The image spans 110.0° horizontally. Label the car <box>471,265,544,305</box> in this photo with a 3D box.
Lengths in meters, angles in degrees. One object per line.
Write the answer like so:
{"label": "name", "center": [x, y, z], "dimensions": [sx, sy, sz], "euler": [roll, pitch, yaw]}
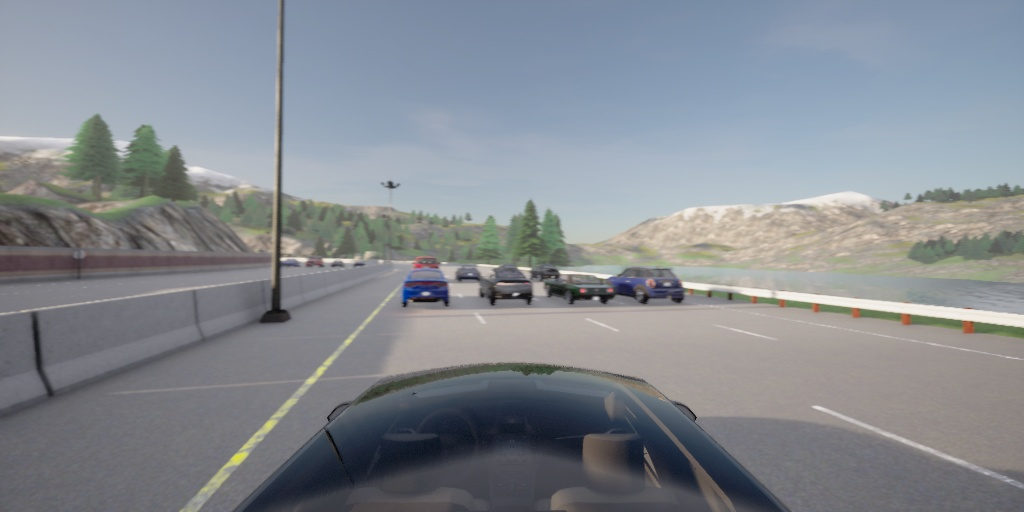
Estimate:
{"label": "car", "center": [-0.396, 1.349, 16.715], "dimensions": [2.128, 1.511, 4.902], "euler": [1, 0, -13]}

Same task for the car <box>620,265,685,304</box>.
{"label": "car", "center": [6.463, 1.307, 18.125], "dimensions": [2.097, 1.767, 4.553], "euler": [1, -1, -13]}

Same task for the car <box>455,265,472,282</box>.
{"label": "car", "center": [-3.857, 1.484, 31.288], "dimensions": [1.994, 1.385, 4.181], "euler": [1, 0, -13]}

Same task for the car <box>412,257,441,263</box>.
{"label": "car", "center": [-7.201, 1.084, 30.223], "dimensions": [2.150, 2.045, 5.566], "euler": [1, 0, -13]}

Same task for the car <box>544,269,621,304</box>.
{"label": "car", "center": [3.048, 1.507, 17.337], "dimensions": [1.895, 1.301, 4.718], "euler": [1, 0, -13]}

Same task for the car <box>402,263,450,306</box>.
{"label": "car", "center": [-3.840, 1.284, 16.083], "dimensions": [1.882, 1.535, 5.008], "euler": [1, 0, -13]}

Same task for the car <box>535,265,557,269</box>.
{"label": "car", "center": [2.945, 1.529, 32.939], "dimensions": [1.837, 1.490, 4.892], "euler": [1, 0, -13]}
